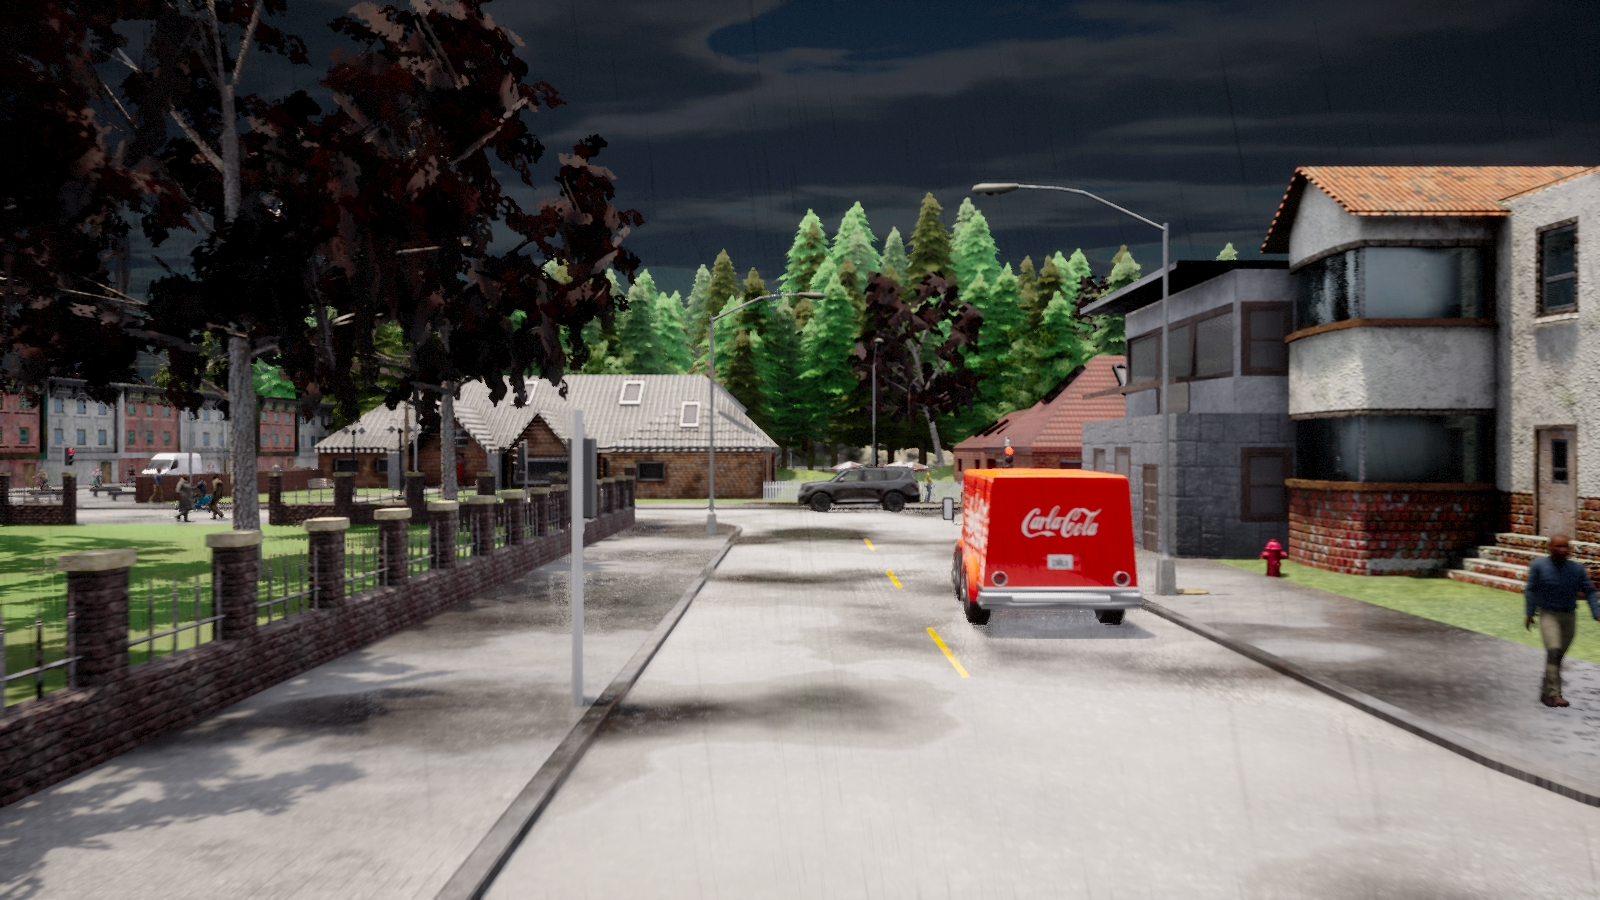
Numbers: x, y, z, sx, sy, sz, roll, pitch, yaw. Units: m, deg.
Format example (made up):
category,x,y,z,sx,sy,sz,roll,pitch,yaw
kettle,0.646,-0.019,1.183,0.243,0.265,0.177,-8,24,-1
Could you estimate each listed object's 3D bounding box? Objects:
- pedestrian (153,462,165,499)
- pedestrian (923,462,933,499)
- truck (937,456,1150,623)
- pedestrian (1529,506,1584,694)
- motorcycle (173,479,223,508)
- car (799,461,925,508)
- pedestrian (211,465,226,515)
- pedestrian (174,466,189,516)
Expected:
category,x,y,z,sx,sy,sz,roll,pitch,yaw
pedestrian,-32.002,1.514,57.008,0.375,1.860,0.375,0,0,0
pedestrian,6.389,1.521,57.052,0.375,1.860,0.375,0,0,-10
truck,3.949,1.347,19.659,2.627,2.467,5.204,0,0,1
pedestrian,7.724,1.515,11.677,0.375,1.860,0.375,0,0,17
motorcycle,-27.244,1.959,51.710,1.805,1.236,0.856,1,0,0
car,2.734,1.555,51.685,5.566,2.045,2.150,0,0,-1
pedestrian,-22.100,1.521,43.442,0.375,1.860,0.375,0,0,5
pedestrian,-22.925,1.523,42.348,0.375,1.860,0.375,0,0,1
